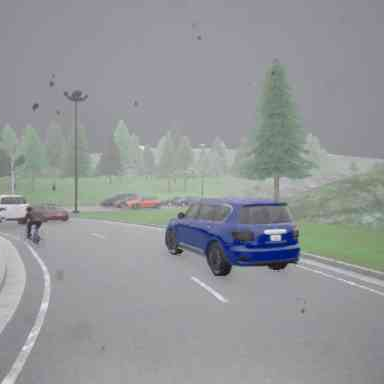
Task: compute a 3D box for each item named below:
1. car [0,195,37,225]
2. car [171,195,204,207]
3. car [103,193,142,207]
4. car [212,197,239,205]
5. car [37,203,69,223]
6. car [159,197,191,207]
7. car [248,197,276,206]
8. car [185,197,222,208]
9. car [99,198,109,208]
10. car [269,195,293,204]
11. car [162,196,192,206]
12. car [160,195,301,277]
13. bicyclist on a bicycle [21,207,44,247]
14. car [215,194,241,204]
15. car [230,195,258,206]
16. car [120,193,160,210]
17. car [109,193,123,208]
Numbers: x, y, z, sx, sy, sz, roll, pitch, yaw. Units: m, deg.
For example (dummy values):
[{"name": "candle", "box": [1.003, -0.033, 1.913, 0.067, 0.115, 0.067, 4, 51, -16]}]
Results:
[{"name": "car", "box": [-13.315, 1.221, 22.799, 5.566, 2.045, 2.150, 0, 0, 36]}, {"name": "car", "box": [-0.648, 1.352, 50.288, 4.553, 1.767, 2.097, 0, 0, -33]}, {"name": "car", "box": [-10.809, 1.222, 51.950, 5.566, 2.045, 2.150, 0, 0, -33]}, {"name": "car", "box": [5.933, 1.601, 58.829, 4.718, 1.301, 1.895, 0, 0, -33]}, {"name": "car", "box": [-11.223, 1.564, 25.280, 4.181, 1.385, 1.994, 0, 0, 36]}, {"name": "car", "box": [-2.702, 1.505, 53.126, 4.892, 1.490, 1.837, 0, 0, -33]}, {"name": "car", "box": [11.395, 1.526, 54.045, 4.674, 1.442, 1.812, 0, 0, -33]}, {"name": "car", "box": [1.701, 1.492, 47.646, 4.902, 1.511, 2.128, 0, 0, -33]}, {"name": "car", "box": [-10.798, 1.601, 47.775, 4.718, 1.301, 1.895, 0, 0, -33]}, {"name": "car", "box": [17.792, 1.478, 66.572, 5.008, 1.535, 1.882, 0, 0, -33]}, {"name": "car", "box": [-2.549, 1.492, 57.415, 4.902, 1.511, 2.128, 0, 0, -33]}, {"name": "car", "box": [0.964, 1.221, 10.609, 2.150, 2.045, 5.566, 0, 0, -24]}, {"name": "bicyclist on a bicycle", "box": [-6.570, 1.455, 13.680, 1.656, 1.620, 0.582, -3, -1, 33]}, {"name": "car", "box": [6.870, 1.352, 63.615, 4.553, 1.767, 2.097, 0, 0, -33]}, {"name": "car", "box": [8.841, 1.352, 56.555, 4.553, 1.767, 2.097, 0, 0, -33]}, {"name": "car", "box": [-6.295, 1.351, 42.360, 4.553, 1.767, 2.097, 0, 0, -33]}, {"name": "car", "box": [-8.401, 1.351, 45.163, 4.553, 1.767, 2.097, 0, 0, -33]}]
